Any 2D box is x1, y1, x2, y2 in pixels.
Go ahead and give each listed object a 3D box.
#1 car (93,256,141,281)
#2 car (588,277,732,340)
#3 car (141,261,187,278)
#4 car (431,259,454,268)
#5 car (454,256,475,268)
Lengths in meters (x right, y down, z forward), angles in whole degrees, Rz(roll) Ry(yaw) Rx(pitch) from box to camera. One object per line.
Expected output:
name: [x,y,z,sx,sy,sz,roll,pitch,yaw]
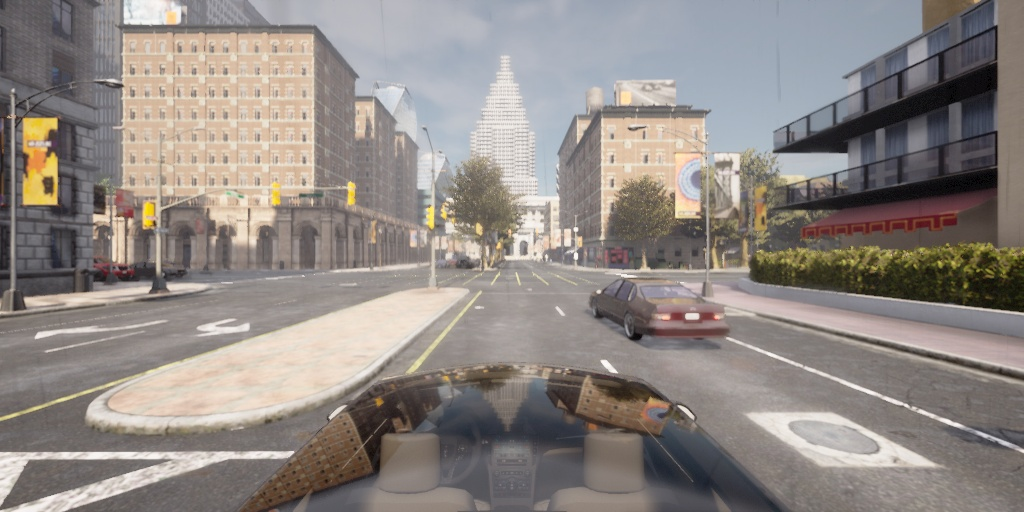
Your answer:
car: [-34.654,0.985,29.499,5.566,2.045,2.150,0,0,0]
car: [3.632,1.301,9.955,2.033,1.411,5.357,0,0,-3]
car: [-32.855,1.270,33.027,4.892,1.490,1.837,0,0,0]
car: [-11.570,1.325,60.139,2.033,1.411,5.357,0,0,0]
car: [-8.074,0.999,60.764,2.150,2.045,5.566,0,0,0]
